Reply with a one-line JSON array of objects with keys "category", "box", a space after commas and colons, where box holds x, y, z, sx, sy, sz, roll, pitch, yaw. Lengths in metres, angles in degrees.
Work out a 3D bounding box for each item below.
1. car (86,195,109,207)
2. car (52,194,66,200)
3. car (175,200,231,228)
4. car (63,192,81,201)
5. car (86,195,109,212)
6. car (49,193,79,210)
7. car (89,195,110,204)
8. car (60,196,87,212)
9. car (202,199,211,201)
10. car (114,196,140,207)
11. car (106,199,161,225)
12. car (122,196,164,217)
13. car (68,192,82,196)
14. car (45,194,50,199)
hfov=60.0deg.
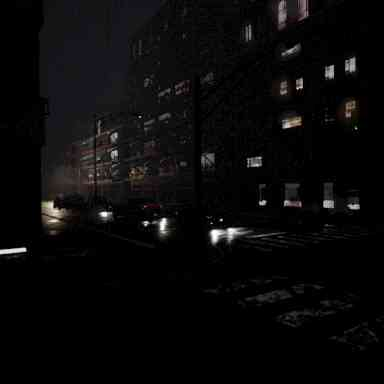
[{"category": "car", "box": [-13.795, 1.266, 48.293, 1.837, 1.490, 4.892, -1, 1, -34]}, {"category": "car", "box": [-31.460, 1.123, 78.610, 2.008, 1.369, 4.403, -1, 1, -35]}, {"category": "car", "box": [0.648, 1.507, 21.767, 1.994, 1.385, 4.181, -1, 1, -34]}, {"category": "car", "box": [-25.017, 0.934, 69.247, 2.192, 1.841, 5.009, -1, 1, -35]}, {"category": "car", "box": [-9.846, 1.425, 37.017, 1.994, 1.385, 4.181, -1, 1, -35]}, {"category": "car", "box": [-15.803, 1.312, 41.093, 1.967, 1.590, 4.097, -1, 1, -35]}, {"category": "car", "box": [-15.444, 1.216, 55.348, 1.752, 1.417, 4.829, -1, 1, -35]}, {"category": "car", "box": [-12.579, 1.448, 36.413, 2.008, 1.369, 4.403, -1, 1, -35]}, {"category": "car", "box": [0.849, 1.359, 31.868, 1.887, 1.381, 4.507, -1, 1, -35]}, {"category": "car", "box": [-8.999, 1.265, 45.987, 1.752, 1.417, 4.829, -1, 1, -35]}, {"category": "car", "box": [-4.344, 1.509, 24.224, 1.887, 1.381, 4.507, -1, 1, -35]}, {"category": "car", "box": [-4.248, 1.257, 28.872, 2.097, 1.767, 4.553, -1, 1, -35]}, {"category": "car", "box": [-19.750, 1.209, 56.854, 2.128, 1.511, 4.902, -1, 1, -35]}, {"category": "car", "box": [-34.778, 1.074, 83.431, 1.752, 1.417, 4.829, -1, 1, -35]}]
